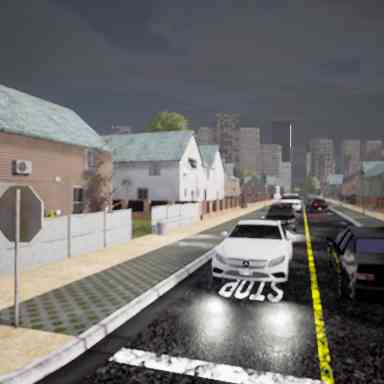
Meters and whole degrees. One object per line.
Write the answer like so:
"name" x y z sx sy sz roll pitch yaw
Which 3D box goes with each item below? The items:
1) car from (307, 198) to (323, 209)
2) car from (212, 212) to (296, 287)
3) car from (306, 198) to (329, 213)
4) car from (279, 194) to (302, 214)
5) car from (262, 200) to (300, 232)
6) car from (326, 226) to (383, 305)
"car" 17.093 1.555 46.472 1.994 1.385 4.181 0 0 18
"car" 1.937 1.528 9.650 1.812 1.442 4.674 0 0 18
"car" 13.975 1.496 36.797 1.837 1.490 4.892 0 0 17
"car" 10.686 1.220 36.030 2.150 2.045 5.566 0 0 19
"car" 5.498 1.502 20.433 1.837 1.490 4.892 0 1 18
"car" 4.422 1.545 8.078 2.033 1.411 5.357 0 0 18
